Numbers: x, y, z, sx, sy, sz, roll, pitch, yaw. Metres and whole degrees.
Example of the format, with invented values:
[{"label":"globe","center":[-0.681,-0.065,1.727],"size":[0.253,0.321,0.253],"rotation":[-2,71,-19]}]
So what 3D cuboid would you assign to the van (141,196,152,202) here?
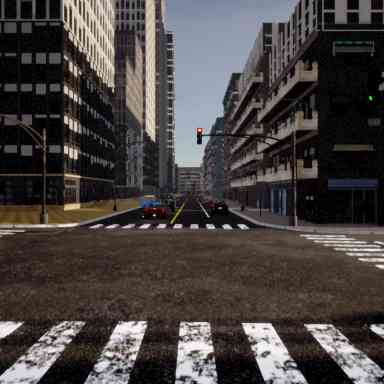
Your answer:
[{"label":"van","center":[-5.680,1.346,43.751],"size":[1.690,1.788,3.998],"rotation":[0,0,0]}]

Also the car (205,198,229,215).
[{"label":"car","center":[2.699,1.568,33.782],"size":[1.947,1.339,4.313],"rotation":[0,0,0]}]

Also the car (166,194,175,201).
[{"label":"car","center":[-5.665,1.336,88.986],"size":[2.192,1.841,5.009],"rotation":[0,0,0]}]

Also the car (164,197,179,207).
[{"label":"car","center":[-3.070,1.571,51.175],"size":[1.994,1.385,4.181],"rotation":[0,0,0]}]

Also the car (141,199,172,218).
[{"label":"car","center":[-3.093,1.603,29.586],"size":[1.895,1.301,4.718],"rotation":[0,0,0]}]

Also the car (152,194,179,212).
[{"label":"car","center":[-3.092,1.225,39.919],"size":[2.150,2.045,5.566],"rotation":[0,0,0]}]

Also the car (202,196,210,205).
[{"label":"car","center":[2.701,1.549,43.749],"size":[1.887,1.381,4.507],"rotation":[0,0,0]}]

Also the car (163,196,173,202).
[{"label":"car","center":[-5.668,1.567,77.676],"size":[2.008,1.369,4.403],"rotation":[0,0,0]}]

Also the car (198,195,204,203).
[{"label":"car","center":[2.707,1.560,60.712],"size":[2.008,1.369,4.403],"rotation":[0,0,0]}]

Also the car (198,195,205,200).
[{"label":"car","center":[2.717,1.590,94.637],"size":[1.947,1.339,4.313],"rotation":[0,0,0]}]

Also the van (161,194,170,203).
[{"label":"van","center":[-5.671,1.355,72.022],"size":[1.690,1.788,3.998],"rotation":[0,0,0]}]

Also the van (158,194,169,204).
[{"label":"van","center":[-5.673,1.353,66.367],"size":[1.690,1.788,3.998],"rotation":[0,0,0]}]
